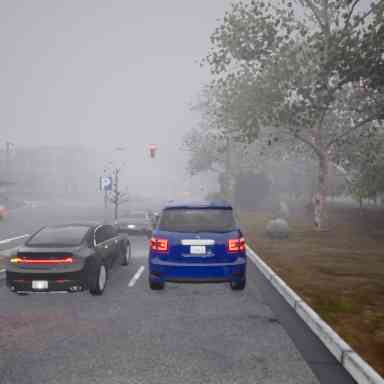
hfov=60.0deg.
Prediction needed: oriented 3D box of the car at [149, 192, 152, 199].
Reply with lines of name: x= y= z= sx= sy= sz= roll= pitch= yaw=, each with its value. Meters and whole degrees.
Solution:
car: x=-12.508 y=1.359 z=77.927 sx=4.674 sy=1.452 sz=2.002 roll=-1 pitch=0 yaw=-13

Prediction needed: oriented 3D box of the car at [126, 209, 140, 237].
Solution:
car: x=-2.814 y=1.589 z=17.627 sx=1.994 sy=1.385 sz=4.181 roll=0 pitch=0 yaw=1

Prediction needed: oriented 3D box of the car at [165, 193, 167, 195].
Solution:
car: x=-10.424 y=1.316 z=92.892 sx=5.008 sy=1.535 sz=2.097 roll=-1 pitch=0 yaw=-11

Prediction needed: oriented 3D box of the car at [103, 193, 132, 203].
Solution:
car: x=-14.338 y=1.358 z=62.980 sx=4.792 sy=1.488 sz=2.163 roll=-1 pitch=0 yaw=-15

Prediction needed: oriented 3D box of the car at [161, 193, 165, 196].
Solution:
car: x=-10.851 y=1.065 z=89.914 sx=5.566 sy=2.045 sz=2.435 roll=-1 pitch=0 yaw=-12

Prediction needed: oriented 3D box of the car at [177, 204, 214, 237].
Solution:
car: x=0.204 y=1.531 z=19.084 sx=1.837 sy=1.490 sz=4.892 roll=0 pitch=0 yaw=0

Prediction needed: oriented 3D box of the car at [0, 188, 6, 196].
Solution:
car: x=-31.074 y=0.137 z=53.876 sx=2.002 sy=1.452 sz=4.674 roll=6 pitch=-3 yaw=-19

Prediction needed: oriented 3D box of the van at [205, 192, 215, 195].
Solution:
van: x=4.394 y=1.043 z=65.543 sx=4.442 sy=1.987 sz=1.878 roll=1 pitch=0 yaw=-14

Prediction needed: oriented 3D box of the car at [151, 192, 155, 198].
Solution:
car: x=-12.132 y=1.359 z=80.928 sx=4.674 sy=1.452 sz=2.002 roll=-1 pitch=0 yaw=-13

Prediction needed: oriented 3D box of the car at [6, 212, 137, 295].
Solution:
car: x=-2.876 y=1.515 z=8.741 sx=1.837 sy=1.490 sz=4.892 roll=0 pitch=0 yaw=0

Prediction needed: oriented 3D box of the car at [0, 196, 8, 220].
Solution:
car: x=-16.585 y=1.404 z=25.177 sx=4.553 sy=1.767 sz=2.185 roll=-1 pitch=0 yaw=-19

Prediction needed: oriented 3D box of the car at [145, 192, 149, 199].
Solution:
car: x=-12.886 y=1.322 z=74.933 sx=4.892 sy=1.521 sz=2.231 roll=-1 pitch=0 yaw=-13

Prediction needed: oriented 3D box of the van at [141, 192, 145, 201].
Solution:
van: x=-13.119 y=1.093 z=71.962 sx=4.442 sy=1.987 sz=1.878 roll=-1 pitch=0 yaw=-14

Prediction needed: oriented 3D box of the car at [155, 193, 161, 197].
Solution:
car: x=-11.306 y=1.357 z=86.909 sx=4.674 sy=1.452 sz=2.002 roll=-1 pitch=0 yaw=-12

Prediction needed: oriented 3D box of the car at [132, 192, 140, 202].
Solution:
car: x=-13.688 y=1.315 z=65.971 sx=5.366 sy=1.575 sz=1.946 roll=-1 pitch=0 yaw=-15

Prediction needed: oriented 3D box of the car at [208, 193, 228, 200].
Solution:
car: x=6.598 y=1.129 z=83.208 sx=4.553 sy=1.767 sz=2.185 roll=1 pitch=0 yaw=-12

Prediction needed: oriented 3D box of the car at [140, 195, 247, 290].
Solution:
car: x=0.127 y=1.233 z=9.226 sx=2.150 sy=2.045 sz=5.566 roll=0 pitch=0 yaw=0

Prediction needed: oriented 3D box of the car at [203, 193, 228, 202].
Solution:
car: x=4.782 y=1.142 z=68.512 sx=4.553 sy=1.767 sz=2.185 roll=1 pitch=0 yaw=-14
